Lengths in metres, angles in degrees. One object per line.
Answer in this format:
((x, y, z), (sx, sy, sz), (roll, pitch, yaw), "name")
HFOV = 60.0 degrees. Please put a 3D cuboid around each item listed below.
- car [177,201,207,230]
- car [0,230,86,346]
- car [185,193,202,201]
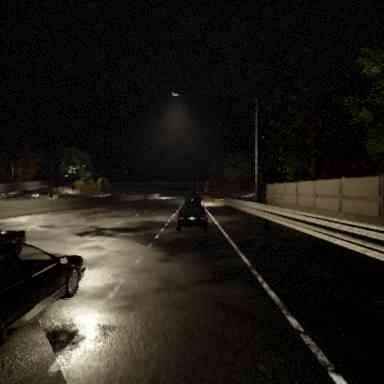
((0.004, 1.528, 21.007), (2.033, 1.411, 5.357), (0, 0, 0), "car")
((-3.399, 1.540, 5.381), (2.033, 1.411, 5.357), (0, 0, 0), "car")
((0.196, 1.194, 47.716), (2.150, 2.045, 5.566), (0, 0, 3), "car")
